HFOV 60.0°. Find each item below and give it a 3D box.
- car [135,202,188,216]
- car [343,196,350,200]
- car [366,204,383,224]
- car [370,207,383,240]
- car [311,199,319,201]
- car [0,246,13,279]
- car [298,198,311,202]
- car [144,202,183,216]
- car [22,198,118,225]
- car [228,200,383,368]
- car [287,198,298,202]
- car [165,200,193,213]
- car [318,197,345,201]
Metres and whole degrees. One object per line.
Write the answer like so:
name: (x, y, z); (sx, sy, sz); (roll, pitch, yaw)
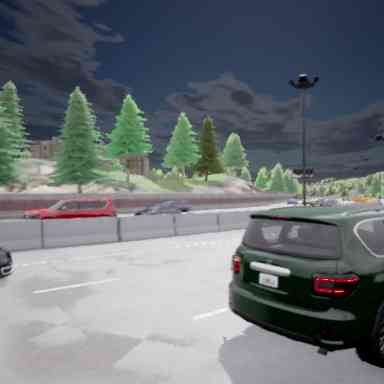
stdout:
car: (-2.817, 1.811, 28.790); (4.181, 1.385, 1.994); (0, -1, -42)
car: (39.876, 1.874, 86.021); (1.837, 1.490, 4.892); (0, -1, 21)
car: (16.211, 1.747, 27.307); (2.033, 1.411, 5.357); (-1, -1, 43)
car: (11.598, 1.608, 17.994); (5.008, 1.535, 1.882); (0, 0, -43)
car: (23.321, 1.957, 59.605); (1.837, 1.490, 4.892); (0, 0, 33)
car: (-6.819, 1.583, 7.537); (4.892, 1.490, 1.837); (0, 0, -35)
car: (22.836, 1.982, 65.570); (1.882, 1.535, 5.008); (0, -1, 30)
car: (-3.217, 1.888, 37.924); (4.181, 1.385, 1.994); (0, -1, -44)
car: (-7.356, 1.407, 20.445); (5.566, 2.045, 2.150); (0, 0, -38)
car: (3.129, 1.270, 6.082); (5.566, 2.045, 2.150); (0, 0, -38)
car: (21.133, 2.067, 69.678); (1.812, 1.442, 4.674); (0, -1, 28)
car: (-2.106, 1.642, 34.173); (4.553, 1.767, 2.097); (0, -1, -43)
car: (21.006, 1.883, 49.940); (1.837, 1.490, 4.892); (0, 0, 36)
